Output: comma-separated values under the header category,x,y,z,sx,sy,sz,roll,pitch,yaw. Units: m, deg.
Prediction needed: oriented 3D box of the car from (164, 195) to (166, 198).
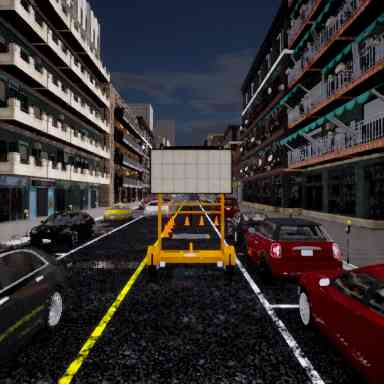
category,x,y,z,sx,sy,sz,roll,pitch,yaw
car,-5.839,1.570,54.736,1.802,1.307,4.206,0,0,0

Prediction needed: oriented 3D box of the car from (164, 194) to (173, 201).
category,x,y,z,sx,sy,sz,roll,pitch,yaw
car,-5.915,1.415,82.917,1.967,1.590,4.097,0,0,0

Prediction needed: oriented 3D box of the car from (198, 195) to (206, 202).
category,x,y,z,sx,sy,sz,roll,pitch,yaw
car,2.480,1.503,77.471,1.752,1.417,4.829,0,0,0

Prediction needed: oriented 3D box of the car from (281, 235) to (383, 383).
category,x,y,z,sx,sy,sz,roll,pitch,yaw
car,2.682,1.545,4.028,1.887,1.381,4.507,0,0,0

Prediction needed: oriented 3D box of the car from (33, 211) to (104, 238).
category,x,y,z,sx,sy,sz,roll,pitch,yaw
car,-5.730,1.565,15.280,1.947,1.339,4.313,0,0,0

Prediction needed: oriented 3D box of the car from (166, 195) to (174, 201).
category,x,y,z,sx,sy,sz,roll,pitch,yaw
car,-5.931,1.516,88.555,1.887,1.381,4.507,0,0,0

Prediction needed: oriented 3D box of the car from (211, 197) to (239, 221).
category,x,y,z,sx,sy,sz,roll,pitch,yaw
car,2.621,1.312,26.573,2.192,1.841,5.009,0,0,0

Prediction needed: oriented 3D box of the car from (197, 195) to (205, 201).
category,x,y,z,sx,sy,sz,roll,pitch,yaw
car,2.449,1.516,88.573,1.887,1.381,4.507,0,0,0

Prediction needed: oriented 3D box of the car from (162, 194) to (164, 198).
category,x,y,z,sx,sy,sz,roll,pitch,yaw
car,-5.822,1.305,49.100,2.192,1.841,5.009,0,0,0

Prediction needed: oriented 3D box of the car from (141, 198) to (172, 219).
category,x,y,z,sx,sy,sz,roll,pitch,yaw
car,-3.079,1.522,29.388,1.812,1.442,4.674,0,0,0

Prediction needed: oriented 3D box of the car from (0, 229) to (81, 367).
category,x,y,z,sx,sy,sz,roll,pitch,yaw
car,-3.110,1.505,3.999,1.837,1.490,4.892,0,0,0

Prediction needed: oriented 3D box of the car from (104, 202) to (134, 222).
category,x,y,z,sx,sy,sz,roll,pitch,yaw
car,-5.760,1.523,26.383,1.752,1.417,4.829,0,0,0

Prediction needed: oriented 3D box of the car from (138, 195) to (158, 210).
category,x,y,z,sx,sy,sz,roll,pitch,yaw
car,-5.807,1.432,43.464,1.967,1.590,4.097,0,0,0

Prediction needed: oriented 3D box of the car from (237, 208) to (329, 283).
category,x,y,z,sx,sy,sz,roll,pitch,yaw
car,2.667,1.440,9.664,1.967,1.590,4.097,0,0,0

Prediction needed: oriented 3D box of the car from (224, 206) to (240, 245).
category,x,y,z,sx,sy,sz,roll,pitch,yaw
car,2.651,1.550,15.300,2.008,1.369,4.403,0,0,0

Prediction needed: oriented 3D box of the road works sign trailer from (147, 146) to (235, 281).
category,x,y,z,sx,sy,sz,roll,pitch,yaw
road works sign trailer,-0.025,0.464,9.789,2.380,3.560,2.880,0,0,0

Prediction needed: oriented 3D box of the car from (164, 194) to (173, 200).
category,x,y,z,sx,sy,sz,roll,pitch,yaw
car,-5.899,1.292,77.282,2.192,1.841,5.009,0,0,0
